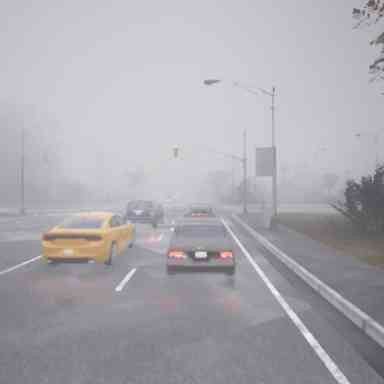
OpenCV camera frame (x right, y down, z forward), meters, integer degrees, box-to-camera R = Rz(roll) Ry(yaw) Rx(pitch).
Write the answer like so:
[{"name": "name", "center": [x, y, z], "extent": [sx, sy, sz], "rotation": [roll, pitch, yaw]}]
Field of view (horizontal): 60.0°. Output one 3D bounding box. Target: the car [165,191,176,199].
[{"name": "car", "center": [-5.284, 0.854, 73.304], "extent": [2.128, 1.511, 4.902], "rotation": [0, 1, 1]}]

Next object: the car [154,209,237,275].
[{"name": "car", "center": [0.254, 1.485, 10.220], "extent": [2.033, 1.411, 5.357], "rotation": [0, 0, 1]}]

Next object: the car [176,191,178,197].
[{"name": "car", "center": [-4.905, 0.424, 89.710], "extent": [1.837, 1.490, 4.892], "rotation": [0, 2, 1]}]

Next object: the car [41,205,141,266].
[{"name": "car", "center": [-3.216, 1.406, 11.267], "extent": [1.882, 1.535, 5.008], "rotation": [0, 0, 1]}]

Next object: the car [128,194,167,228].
[{"name": "car", "center": [-2.996, 1.198, 20.987], "extent": [2.097, 1.767, 4.553], "rotation": [0, 1, 1]}]

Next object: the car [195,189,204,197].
[{"name": "car", "center": [2.087, 0.239, 88.401], "extent": [2.150, 2.045, 5.566], "rotation": [0, 2, 1]}]

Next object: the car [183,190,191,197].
[{"name": "car", "center": [-1.415, 0.504, 88.454], "extent": [1.837, 1.490, 4.892], "rotation": [0, 2, 1]}]

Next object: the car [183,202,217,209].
[{"name": "car", "center": [0.480, 1.362, 19.966], "extent": [1.837, 1.490, 4.892], "rotation": [0, 0, 1]}]
